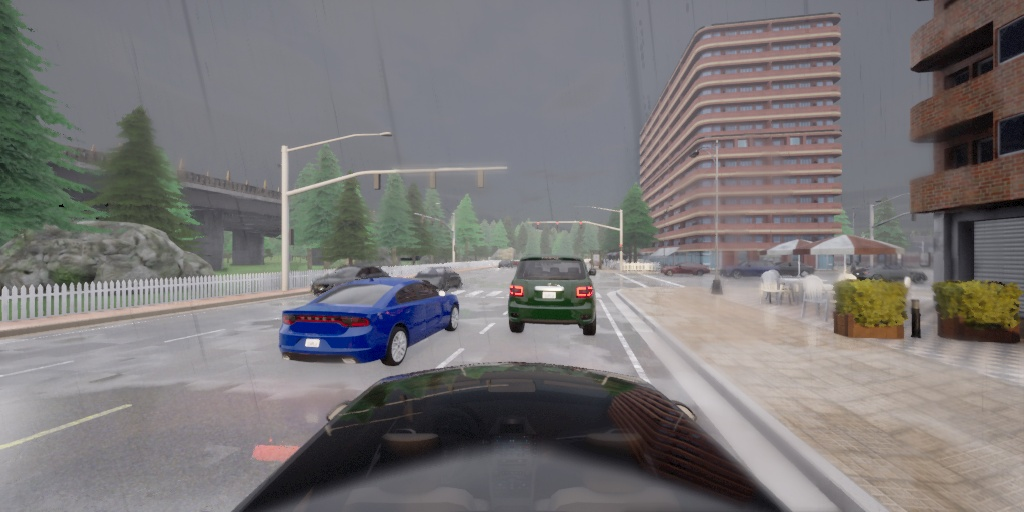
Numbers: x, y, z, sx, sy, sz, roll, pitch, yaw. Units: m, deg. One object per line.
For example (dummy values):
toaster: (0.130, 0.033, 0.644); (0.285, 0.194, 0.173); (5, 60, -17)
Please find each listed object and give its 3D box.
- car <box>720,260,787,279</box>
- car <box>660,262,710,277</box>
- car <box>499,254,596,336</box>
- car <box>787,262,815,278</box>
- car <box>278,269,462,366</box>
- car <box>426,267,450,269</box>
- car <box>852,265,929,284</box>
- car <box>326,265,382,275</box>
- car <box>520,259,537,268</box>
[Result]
car: (21.500, 1.157, 32.476); (4.553, 1.767, 2.097); (0, 0, 10)
car: (17.680, 1.331, 36.783); (4.674, 1.442, 1.812); (0, 0, 12)
car: (1.314, 0.971, 10.700); (2.150, 2.045, 5.566); (0, 0, 10)
car: (26.595, 1.310, 35.116); (4.892, 1.490, 1.837); (0, 0, 10)
car: (-2.713, 1.228, 8.118); (1.882, 1.535, 5.008); (0, 0, 10)
car: (-4.280, 1.313, 20.308); (1.994, 1.385, 4.181); (0, 0, 10)
car: (28.809, 1.369, 27.464); (4.181, 1.385, 1.994); (0, 0, 10)
car: (-8.150, 1.255, 18.518); (1.837, 1.490, 4.892); (0, 0, 10)
car: (2.842, 1.241, 60.650); (2.128, 1.511, 4.902); (0, 0, 10)
